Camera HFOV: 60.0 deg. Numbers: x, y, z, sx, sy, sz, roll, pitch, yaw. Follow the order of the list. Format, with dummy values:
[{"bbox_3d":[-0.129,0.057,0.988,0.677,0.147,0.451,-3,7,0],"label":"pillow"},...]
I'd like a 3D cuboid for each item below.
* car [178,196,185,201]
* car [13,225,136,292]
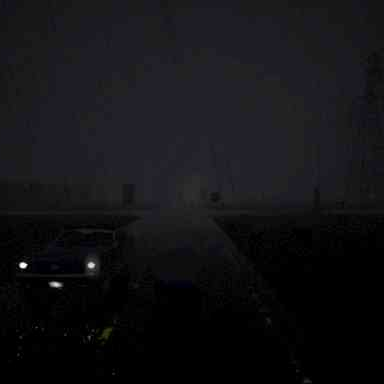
[{"bbox_3d":[-2.775,1.766,88.201,2.033,1.411,5.357,0,0,0],"label":"car"},{"bbox_3d":[-2.849,1.645,9.177,1.895,1.301,4.718,0,0,0],"label":"car"}]
